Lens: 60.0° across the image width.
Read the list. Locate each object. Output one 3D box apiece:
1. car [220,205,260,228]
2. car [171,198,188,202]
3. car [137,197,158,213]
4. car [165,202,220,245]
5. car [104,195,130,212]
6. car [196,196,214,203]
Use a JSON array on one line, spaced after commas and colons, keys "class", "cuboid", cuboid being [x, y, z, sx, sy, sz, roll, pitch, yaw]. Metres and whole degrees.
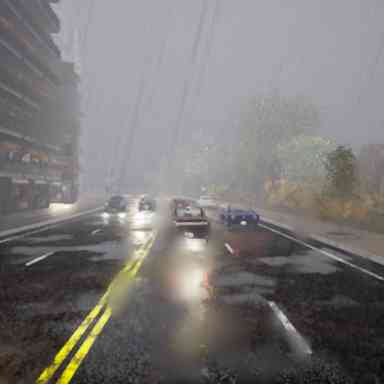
[{"class": "car", "cuboid": [2.849, 1.466, 21.123, 1.895, 1.301, 4.718, 0, 0, -2]}, {"class": "car", "cuboid": [-1.374, 1.339, 36.969, 1.994, 1.385, 4.181, 0, 0, -4]}, {"class": "car", "cuboid": [-4.540, 1.291, 34.545, 2.128, 1.511, 4.902, 0, 0, -4]}, {"class": "car", "cuboid": [-0.173, 1.401, 14.953, 2.128, 1.511, 4.902, 0, 0, -2]}, {"class": "car", "cuboid": [-7.823, 1.153, 35.007, 2.097, 1.767, 4.553, 0, 1, -4]}, {"class": "car", "cuboid": [1.580, 1.269, 40.780, 1.812, 1.442, 4.674, 0, 0, -5]}]
